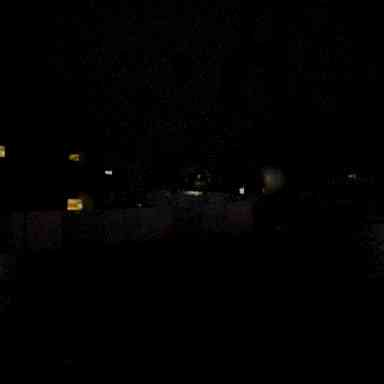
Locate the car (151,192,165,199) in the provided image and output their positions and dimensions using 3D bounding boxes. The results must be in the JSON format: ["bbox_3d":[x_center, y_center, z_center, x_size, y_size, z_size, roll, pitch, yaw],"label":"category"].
[{"bbox_3d":[-6.408,0.652,61.710,1.812,1.442,4.674,1,0,-21],"label":"car"}]
